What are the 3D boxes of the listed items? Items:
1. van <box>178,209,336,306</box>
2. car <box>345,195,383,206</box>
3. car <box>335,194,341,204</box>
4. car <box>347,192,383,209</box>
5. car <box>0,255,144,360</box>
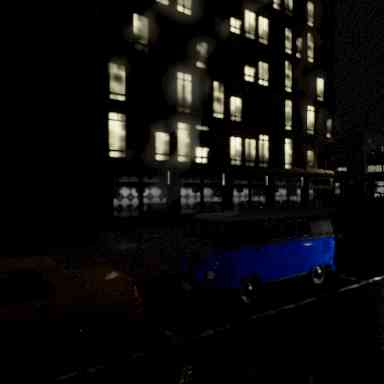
[{"bbox_3d":[1.607,1.313,7.700,3.998,1.788,1.690,0,0,-35],"label":"van"},{"bbox_3d":[22.611,1.118,43.722,1.802,1.307,4.206,1,0,-36],"label":"car"},{"bbox_3d":[19.328,0.908,48.193,1.967,1.590,4.097,1,0,-36],"label":"car"},{"bbox_3d":[19.146,0.921,34.291,2.192,1.841,5.009,1,0,-36],"label":"car"},{"bbox_3d":[-3.041,1.525,4.387,4.829,1.417,1.752,0,0,-35],"label":"car"}]
